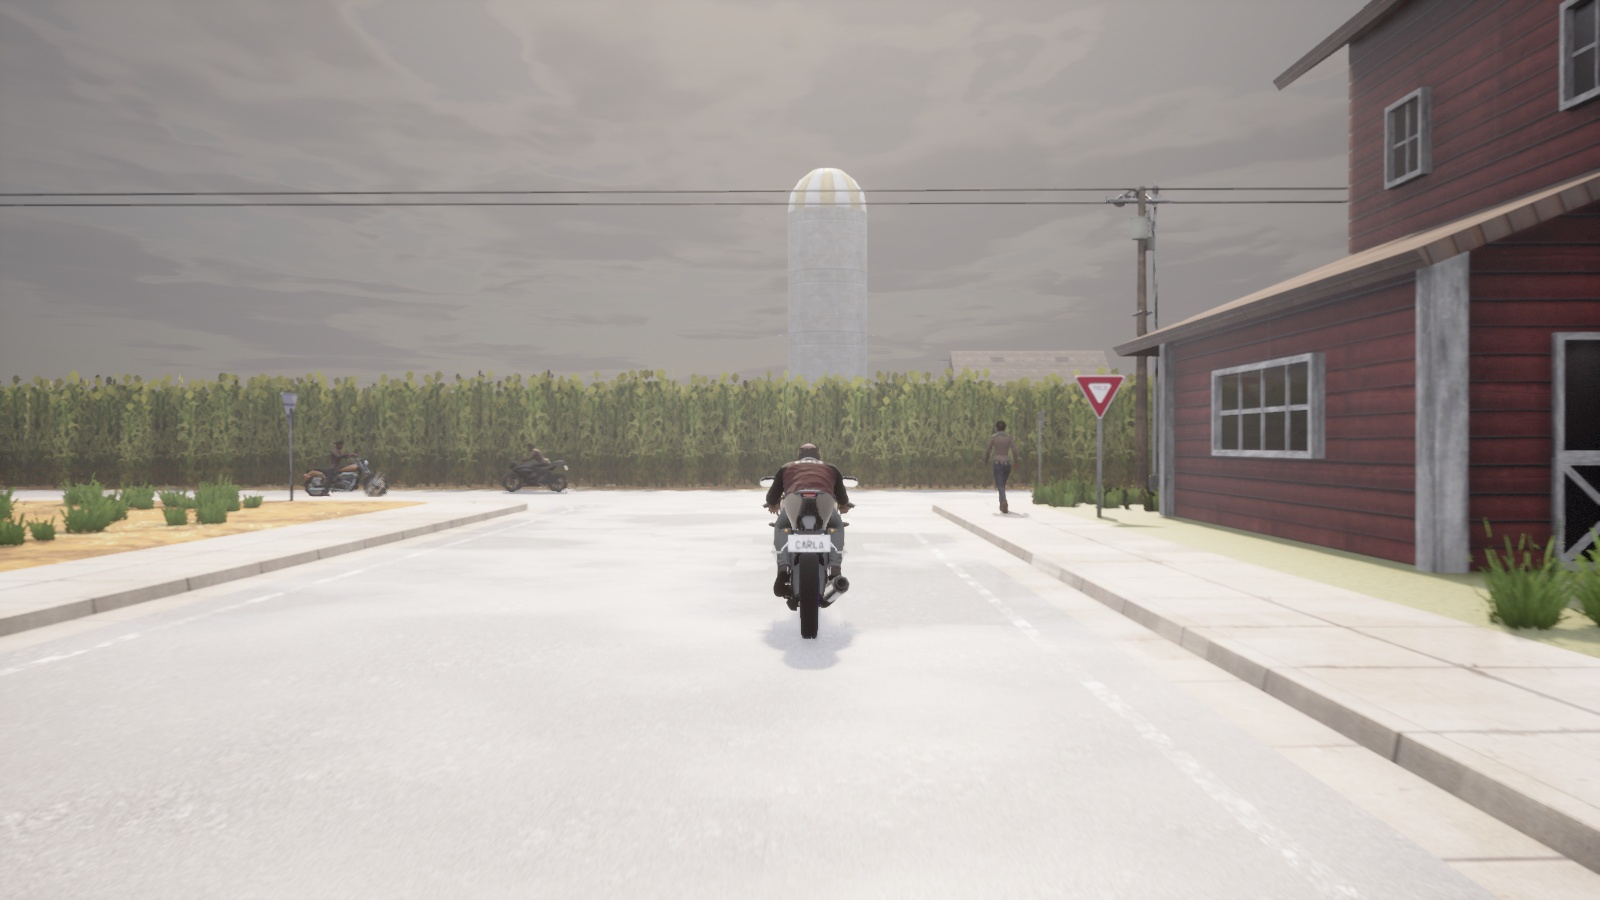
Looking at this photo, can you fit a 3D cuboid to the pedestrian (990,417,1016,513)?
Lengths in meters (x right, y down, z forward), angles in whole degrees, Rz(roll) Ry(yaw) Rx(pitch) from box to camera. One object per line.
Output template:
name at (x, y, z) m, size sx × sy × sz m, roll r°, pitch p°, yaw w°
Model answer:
pedestrian at (3.884, 0.276, 24.075) m, size 0.328 × 1.805 × 0.869 m, roll 0°, pitch 0°, yaw -2°

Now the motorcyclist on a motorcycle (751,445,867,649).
motorcyclist on a motorcycle at (0.075, 0.722, 10.508) m, size 0.866 × 1.530 × 2.191 m, roll 0°, pitch 0°, yaw 0°

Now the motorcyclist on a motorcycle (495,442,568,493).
motorcyclist on a motorcycle at (-8.142, 0.534, 38.125) m, size 2.044 × 1.523 × 0.797 m, roll 0°, pitch 0°, yaw 1°

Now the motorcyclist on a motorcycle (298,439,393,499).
motorcyclist on a motorcycle at (-12.556, 0.518, 34.716) m, size 2.350 × 1.649 × 0.766 m, roll 0°, pitch 0°, yaw 1°
